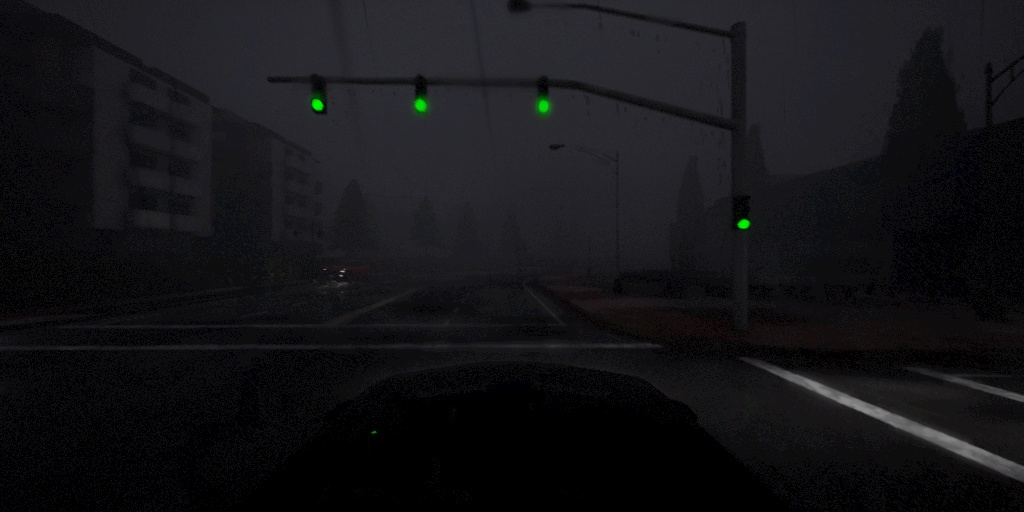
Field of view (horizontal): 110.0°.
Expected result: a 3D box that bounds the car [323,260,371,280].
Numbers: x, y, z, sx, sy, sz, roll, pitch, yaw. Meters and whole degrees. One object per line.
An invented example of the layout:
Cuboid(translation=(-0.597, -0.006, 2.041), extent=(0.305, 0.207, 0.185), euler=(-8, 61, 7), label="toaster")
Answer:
Cuboid(translation=(-14.544, 1.137, 31.837), extent=(2.097, 1.767, 4.553), euler=(4, 0, 9), label="car")
